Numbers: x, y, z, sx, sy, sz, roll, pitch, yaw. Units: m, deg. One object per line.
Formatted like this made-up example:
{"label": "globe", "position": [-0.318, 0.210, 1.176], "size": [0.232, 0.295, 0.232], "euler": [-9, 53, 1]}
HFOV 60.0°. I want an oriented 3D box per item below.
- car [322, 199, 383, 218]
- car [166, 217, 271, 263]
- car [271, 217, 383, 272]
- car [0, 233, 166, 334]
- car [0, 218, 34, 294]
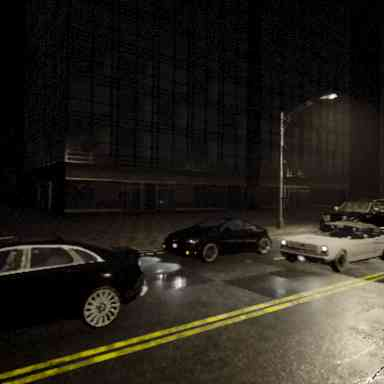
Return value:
{"label": "car", "position": [9.453, 1.424, 18.394], "size": [5.566, 2.045, 2.150], "euler": [1, -1, -35]}
{"label": "car", "position": [1.048, 1.651, 12.407], "size": [4.181, 1.385, 1.994], "euler": [1, 0, -35]}
{"label": "car", "position": [5.102, 1.716, 11.305], "size": [4.718, 1.301, 1.895], "euler": [1, 0, -35]}
{"label": "car", "position": [-3.139, 1.497, 5.430], "size": [4.902, 1.511, 2.128], "euler": [1, 0, -35]}
{"label": "car", "position": [-6.295, 1.481, 7.174], "size": [4.902, 1.511, 2.128], "euler": [1, 0, -35]}
